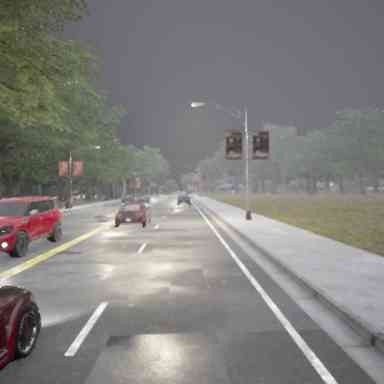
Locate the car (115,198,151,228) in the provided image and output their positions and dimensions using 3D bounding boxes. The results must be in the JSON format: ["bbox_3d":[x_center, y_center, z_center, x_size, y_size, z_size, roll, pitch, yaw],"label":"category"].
[{"bbox_3d":[-3.675,1.387,21.153,1.812,1.442,4.674,-1,1,-2],"label":"car"}]

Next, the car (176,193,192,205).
[{"bbox_3d":[-1.151,1.096,47.738,1.837,1.490,4.892,-1,0,-2],"label":"car"}]

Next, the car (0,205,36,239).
[{"bbox_3d":[-10.285,1.553,17.692,1.812,1.442,4.674,-1,1,-1],"label":"car"}]

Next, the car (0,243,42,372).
[{"bbox_3d":[-3.186,1.593,3.255,1.994,1.385,4.181,-1,1,-2],"label":"car"}]

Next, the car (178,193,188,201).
[{"bbox_3d":[-1.702,0.949,65.805,1.882,1.535,5.008,-1,0,-1],"label":"car"}]

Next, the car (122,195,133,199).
[{"bbox_3d":[-11.351,1.260,59.733,2.033,1.411,5.357,-1,0,-1],"label":"car"}]

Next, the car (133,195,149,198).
[{"bbox_3d":[-7.975,1.243,54.484,1.994,1.385,4.181,-1,0,-1],"label":"car"}]

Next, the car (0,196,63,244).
[{"bbox_3d":[-6.910,1.225,13.011,2.150,2.045,5.566,-1,1,-2],"label":"car"}]
